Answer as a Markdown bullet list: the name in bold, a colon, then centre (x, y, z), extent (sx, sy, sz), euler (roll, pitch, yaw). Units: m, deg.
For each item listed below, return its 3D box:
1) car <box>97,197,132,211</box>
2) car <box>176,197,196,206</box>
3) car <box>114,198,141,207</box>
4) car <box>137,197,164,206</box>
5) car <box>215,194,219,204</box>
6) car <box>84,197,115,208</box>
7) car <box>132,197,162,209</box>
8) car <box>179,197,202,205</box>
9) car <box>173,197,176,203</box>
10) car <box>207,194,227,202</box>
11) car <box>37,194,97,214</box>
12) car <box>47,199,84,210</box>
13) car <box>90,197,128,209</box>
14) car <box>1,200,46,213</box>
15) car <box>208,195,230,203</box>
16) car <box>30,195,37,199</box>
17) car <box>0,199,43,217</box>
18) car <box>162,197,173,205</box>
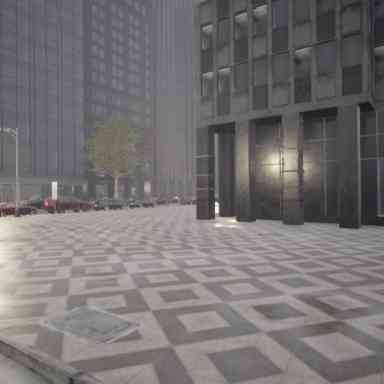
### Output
- **car**: centre (-9.658, 1.525, 39.181), extent (1.947, 1.339, 4.313), euler (-1, 0, 35)
- **car**: centre (-0.029, 1.462, 53.088), extent (1.887, 1.381, 4.507), euler (-1, 0, 35)
- **car**: centre (-10.243, 1.613, 53.310), extent (1.802, 1.307, 4.206), euler (-1, 0, 35)
- **car**: centre (-7.130, 1.544, 57.806), extent (1.752, 1.417, 4.829), euler (-1, 0, 35)
- **car**: centre (3.180, 1.222, 57.725), extent (2.192, 1.841, 5.009), euler (-1, 0, 35)
- **car**: centre (-13.455, 1.484, 48.673), extent (1.967, 1.590, 4.097), euler (-1, 0, 35)
- **car**: centre (-6.448, 1.509, 43.816), extent (1.947, 1.339, 4.313), euler (-1, 0, 35)
- **car**: centre (-0.218, 1.506, 57.319), extent (1.994, 1.385, 4.181), euler (-1, 0, 34)
- **car**: centre (-3.822, 1.574, 62.583), extent (1.947, 1.339, 4.313), euler (-1, 0, 35)
- **car**: centre (5.808, 1.296, 76.493), extent (2.192, 1.841, 5.009), euler (-1, 0, 35)
- **car**: centre (-12.870, 1.290, 34.546), extent (2.192, 1.841, 5.009), euler (-1, 0, 35)
- **car**: centre (-16.664, 1.642, 44.037), extent (1.802, 1.307, 4.206), euler (-1, 0, 35)
- **car**: centre (-11.551, 1.505, 46.565), extent (2.128, 1.511, 4.902), euler (-1, 0, 35)
- **car**: centre (-19.874, 1.643, 39.401), extent (1.947, 1.339, 4.313), euler (-1, 0, 35)
- **car**: centre (5.461, 1.416, 65.535), extent (2.128, 1.511, 4.902), euler (-1, 0, 35)
- **car**: centre (-17.272, 1.264, 38.331), extent (2.150, 2.045, 5.566), euler (-1, 0, 35)
- **car**: centre (-16.078, 1.577, 29.909), extent (1.802, 1.307, 4.206), euler (-1, 0, 35)
- **car**: centre (-5.699, 1.590, 54.947), extent (1.895, 1.301, 4.718), euler (-1, 0, 35)
